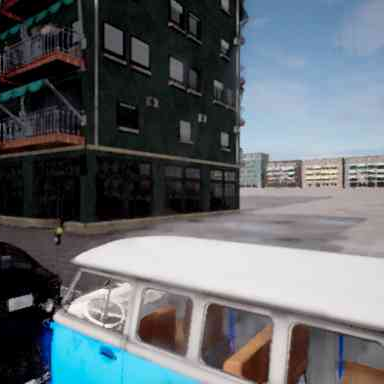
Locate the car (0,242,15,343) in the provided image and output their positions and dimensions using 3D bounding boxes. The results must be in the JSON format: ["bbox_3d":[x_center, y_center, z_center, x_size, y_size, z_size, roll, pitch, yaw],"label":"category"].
[{"bbox_3d":[-4.017,1.528,5.738,4.313,1.339,1.947,0,0,35],"label":"car"}]

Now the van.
[{"bbox_3d":[0.575,1.336,2.467,3.998,1.788,1.690,0,0,35],"label":"van"}]
